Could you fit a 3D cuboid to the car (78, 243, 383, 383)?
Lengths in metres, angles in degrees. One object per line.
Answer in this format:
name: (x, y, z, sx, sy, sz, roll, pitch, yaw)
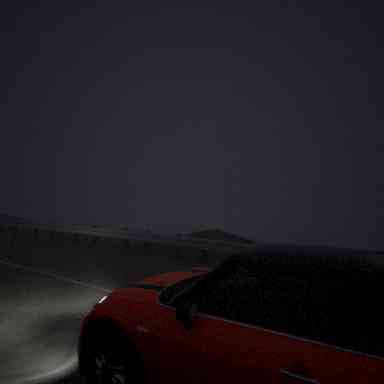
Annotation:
car: (0.878, 1.347, 3.436, 4.553, 1.767, 2.097, 0, 0, 36)
